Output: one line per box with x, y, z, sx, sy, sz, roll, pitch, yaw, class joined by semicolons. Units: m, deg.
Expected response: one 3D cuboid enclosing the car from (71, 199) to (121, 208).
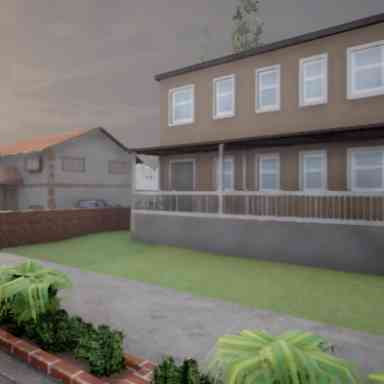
-5.286;1.154;19.749;1.845;1.501;3.633;0;0;36;car
